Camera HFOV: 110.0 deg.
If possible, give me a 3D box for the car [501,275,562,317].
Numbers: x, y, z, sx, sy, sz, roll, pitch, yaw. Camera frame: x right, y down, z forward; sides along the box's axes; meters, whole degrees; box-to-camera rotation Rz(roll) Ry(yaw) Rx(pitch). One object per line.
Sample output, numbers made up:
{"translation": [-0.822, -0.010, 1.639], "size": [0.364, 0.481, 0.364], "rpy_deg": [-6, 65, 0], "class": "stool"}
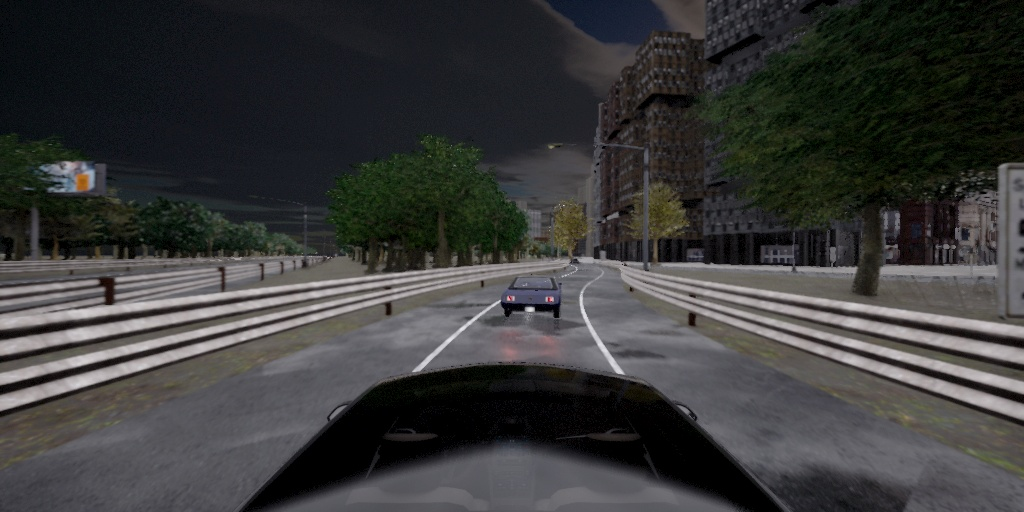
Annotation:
{"translation": [0.893, 1.355, 13.242], "size": [1.895, 1.301, 4.718], "rpy_deg": [0, 0, 9], "class": "car"}
